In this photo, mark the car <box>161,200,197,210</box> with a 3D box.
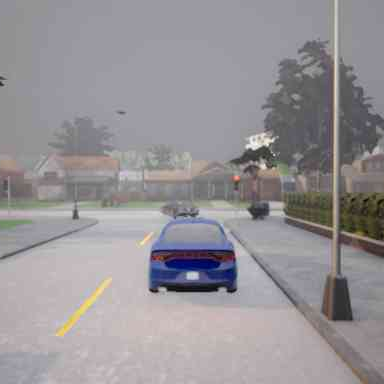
[{"bbox_3d":[-1.113,1.326,27.066,2.033,1.411,5.357,0,0,-20],"label":"car"}]

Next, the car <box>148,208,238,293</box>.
[{"bbox_3d":[0.033,1.405,8.726,1.882,1.535,5.008,0,0,1],"label":"car"}]
